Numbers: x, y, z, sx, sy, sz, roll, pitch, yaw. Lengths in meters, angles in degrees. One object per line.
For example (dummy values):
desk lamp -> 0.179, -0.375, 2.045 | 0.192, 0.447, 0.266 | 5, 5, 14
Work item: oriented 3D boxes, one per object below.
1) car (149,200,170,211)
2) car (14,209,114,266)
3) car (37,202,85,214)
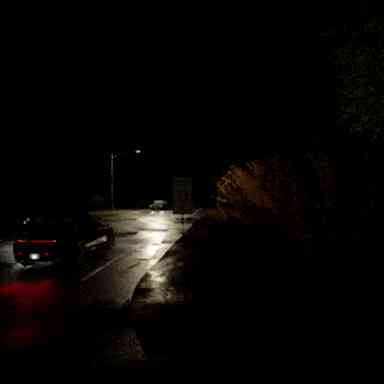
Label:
car -> -4.366, 1.798, 45.580 | 2.033, 1.411, 5.357 | 0, 0, 8
car -> -4.251, 1.584, 11.845 | 1.837, 1.490, 4.892 | 0, 0, 5
car -> -7.367, 1.473, 18.535 | 2.097, 1.767, 4.553 | 0, 0, 5
